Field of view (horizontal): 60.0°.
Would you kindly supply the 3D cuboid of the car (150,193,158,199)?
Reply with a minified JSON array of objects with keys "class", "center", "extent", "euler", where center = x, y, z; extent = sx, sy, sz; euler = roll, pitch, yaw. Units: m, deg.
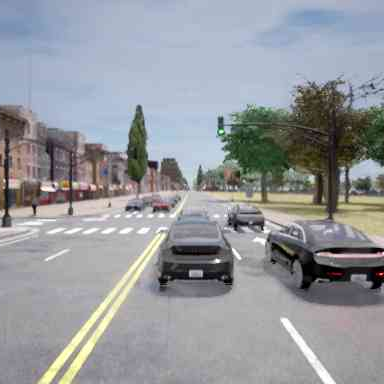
[{"class":"car","center":[-6.590,1.351,49.248],"extent":[1.837,1.490,4.892],"euler":[0,1,0]}]

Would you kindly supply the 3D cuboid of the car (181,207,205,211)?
[{"class":"car","center":[0.087,1.637,21.427],"extent":[1.895,1.301,4.718],"euler":[0,0,0]}]

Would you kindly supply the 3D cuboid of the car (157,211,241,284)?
[{"class":"car","center":[0.092,1.525,9.632],"extent":[1.837,1.490,4.892],"euler":[0,0,0]}]

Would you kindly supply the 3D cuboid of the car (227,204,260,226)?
[{"class":"car","center":[3.335,1.528,21.136],"extent":[2.128,1.511,4.902],"euler":[0,0,0]}]

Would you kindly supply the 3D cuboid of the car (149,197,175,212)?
[{"class":"car","center":[-3.349,1.566,37.702],"extent":[1.895,1.301,4.718],"euler":[0,0,0]}]

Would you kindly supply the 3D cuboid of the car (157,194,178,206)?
[{"class":"car","center":[-3.347,1.442,46.507],"extent":[1.994,1.385,4.181],"euler":[0,1,0]}]

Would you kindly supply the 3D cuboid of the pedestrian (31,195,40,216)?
[{"class":"pedestrian","center":[-14.131,1.202,29.898],"extent":[0.375,1.860,0.375],"euler":[0,-1,0]}]

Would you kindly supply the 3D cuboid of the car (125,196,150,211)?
[{"class":"car","center":[-6.596,1.499,39.426],"extent":[2.033,1.411,5.357],"euler":[0,0,0]}]

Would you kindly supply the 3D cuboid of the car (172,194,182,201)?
[{"class":"car","center":[-3.250,1.158,70.734],"extent":[1.895,1.301,4.718],"euler":[0,1,0]}]

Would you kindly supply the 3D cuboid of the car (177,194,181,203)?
[{"class":"car","center":[-3.315,1.343,57.318],"extent":[1.895,1.301,4.718],"euler":[0,1,0]}]

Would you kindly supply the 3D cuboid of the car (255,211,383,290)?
[{"class":"car","center":[3.342,1.510,9.088],"extent":[2.128,1.511,4.902],"euler":[0,0,0]}]
